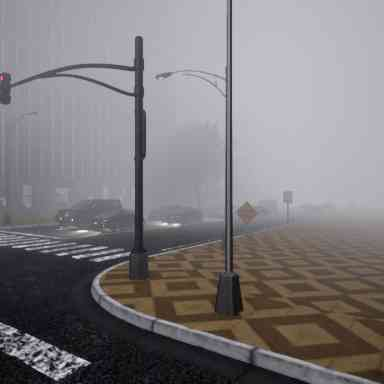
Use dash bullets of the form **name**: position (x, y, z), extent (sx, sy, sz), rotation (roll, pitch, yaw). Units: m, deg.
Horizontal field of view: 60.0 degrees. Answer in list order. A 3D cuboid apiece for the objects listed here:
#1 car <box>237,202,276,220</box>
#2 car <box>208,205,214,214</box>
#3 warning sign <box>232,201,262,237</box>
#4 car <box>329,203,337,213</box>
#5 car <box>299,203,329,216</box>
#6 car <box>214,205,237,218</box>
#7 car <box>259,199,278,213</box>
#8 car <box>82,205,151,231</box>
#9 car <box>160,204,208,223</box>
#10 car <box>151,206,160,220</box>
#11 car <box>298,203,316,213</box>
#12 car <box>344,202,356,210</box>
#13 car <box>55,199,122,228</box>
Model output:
- **car**: position (6.991, 2.108, 35.834), extent (1.882, 1.535, 5.008), rotation (0, -1, 33)
- **car**: position (3.022, 2.279, 42.043), extent (1.895, 1.301, 4.718), rotation (0, -1, 32)
- **warning sign**: position (3.069, 1.454, 18.572), extent (1.300, 1.860, 1.060), rotation (1, 1, 33)
- **car**: position (21.757, 2.537, 53.031), extent (1.837, 1.490, 4.892), rotation (0, -1, 33)
- **car**: position (16.469, 2.406, 44.693), extent (2.033, 1.411, 5.357), rotation (0, -1, 33)
- **car**: position (4.809, 2.251, 38.816), extent (1.895, 1.301, 4.718), rotation (0, -1, 33)
- **car**: position (10.650, 2.064, 47.846), extent (2.150, 2.045, 5.566), rotation (0, -1, 33)
- **car**: position (-5.177, 1.883, 23.254), extent (1.994, 1.385, 4.181), rotation (0, -1, 32)
- **car**: position (-0.648, 2.033, 30.321), extent (1.994, 1.385, 4.181), rotation (0, -1, 32)
- **car**: position (-2.451, 2.001, 33.520), extent (1.837, 1.490, 4.892), rotation (0, -1, 33)
- **car**: position (18.814, 2.545, 54.295), extent (1.812, 1.442, 4.674), rotation (0, -1, 33)
- **car**: position (31.409, 2.770, 65.976), extent (1.801, 1.575, 5.366), rotation (0, -1, 33)
- **car**: position (-7.627, 1.547, 25.450), extent (2.150, 2.045, 5.566), rotation (0, -1, 33)
